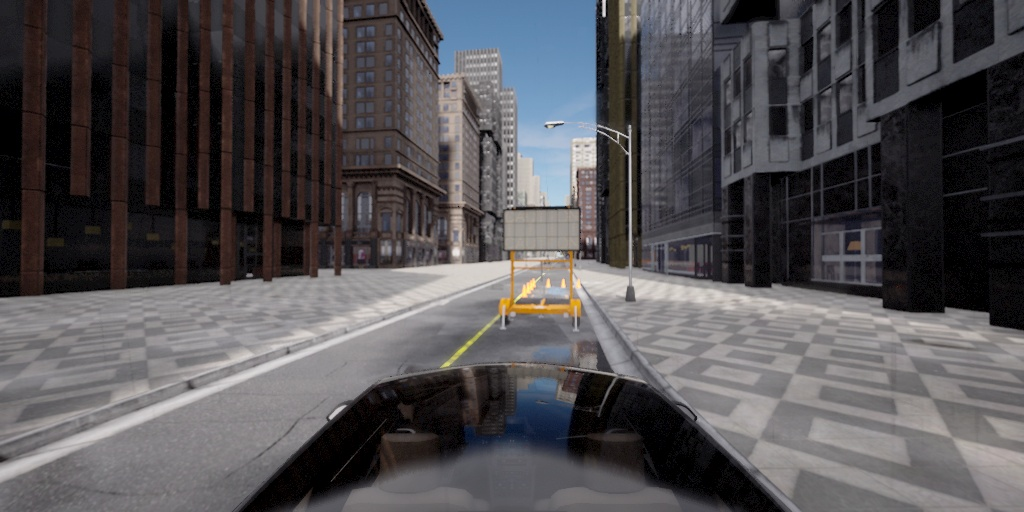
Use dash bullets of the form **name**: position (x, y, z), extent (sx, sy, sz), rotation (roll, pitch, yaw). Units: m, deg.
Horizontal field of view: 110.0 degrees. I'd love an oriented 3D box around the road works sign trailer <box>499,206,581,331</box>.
- **road works sign trailer**: position (0.932, 0.259, 11.226), extent (2.380, 3.560, 2.880), rotation (0, 0, 8)
